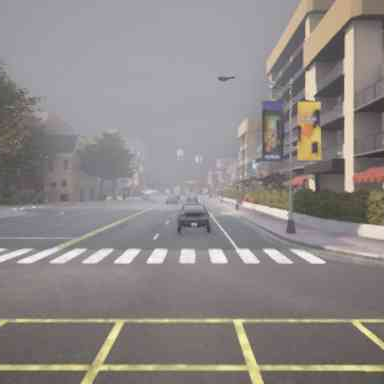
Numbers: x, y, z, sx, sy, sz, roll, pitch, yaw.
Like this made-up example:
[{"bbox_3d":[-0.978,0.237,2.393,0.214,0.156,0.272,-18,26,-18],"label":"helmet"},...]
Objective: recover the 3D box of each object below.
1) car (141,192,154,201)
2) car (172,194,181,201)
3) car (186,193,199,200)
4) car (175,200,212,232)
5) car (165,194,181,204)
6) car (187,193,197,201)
[{"bbox_3d":[-10.473,1.293,75.471,1.895,1.301,4.718,0,0,0],"label":"car"},{"bbox_3d":[-3.473,1.200,75.073,1.837,1.490,4.892,0,0,0],"label":"car"},{"bbox_3d":[0.042,1.122,57.365,2.097,1.767,4.553,0,0,0],"label":"car"},{"bbox_3d":[0.108,1.426,19.678,1.837,1.490,4.892,0,0,0],"label":"car"},{"bbox_3d":[-3.385,1.323,56.142,2.033,1.411,5.357,0,0,0],"label":"car"},{"bbox_3d":[0.027,1.055,75.169,2.097,1.767,4.553,0,0,0],"label":"car"}]
